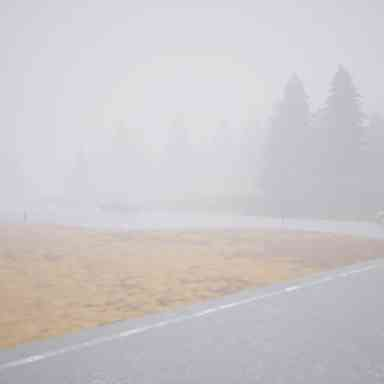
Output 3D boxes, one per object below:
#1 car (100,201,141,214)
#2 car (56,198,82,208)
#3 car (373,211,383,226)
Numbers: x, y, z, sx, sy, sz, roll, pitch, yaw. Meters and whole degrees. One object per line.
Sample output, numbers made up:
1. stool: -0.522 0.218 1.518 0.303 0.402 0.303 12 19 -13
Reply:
1. car: -7.654 1.625 35.423 4.718 1.301 1.895 0 0 38
2. car: -17.636 1.539 47.735 4.181 1.385 1.994 0 0 38
3. car: 15.101 1.622 22.587 1.882 1.535 5.008 2 -1 -44
